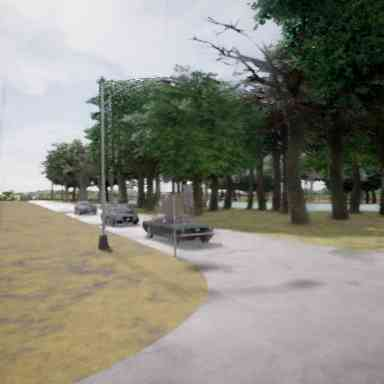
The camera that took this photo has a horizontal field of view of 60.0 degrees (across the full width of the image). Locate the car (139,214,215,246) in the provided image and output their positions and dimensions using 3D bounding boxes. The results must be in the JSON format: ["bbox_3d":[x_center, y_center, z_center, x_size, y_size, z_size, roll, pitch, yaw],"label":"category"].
[{"bbox_3d":[-0.803,1.769,16.691,1.895,1.301,4.718,-1,0,-29],"label":"car"}]

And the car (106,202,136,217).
[{"bbox_3d":[-7.609,1.797,35.224,1.994,1.385,4.181,-1,0,-28],"label":"car"}]

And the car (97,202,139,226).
[{"bbox_3d":[-5.531,1.770,25.376,1.994,1.385,4.181,-1,0,-30],"label":"car"}]

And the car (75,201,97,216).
[{"bbox_3d":[-11.926,1.786,37.276,1.837,1.490,4.892,-1,0,-29],"label":"car"}]
